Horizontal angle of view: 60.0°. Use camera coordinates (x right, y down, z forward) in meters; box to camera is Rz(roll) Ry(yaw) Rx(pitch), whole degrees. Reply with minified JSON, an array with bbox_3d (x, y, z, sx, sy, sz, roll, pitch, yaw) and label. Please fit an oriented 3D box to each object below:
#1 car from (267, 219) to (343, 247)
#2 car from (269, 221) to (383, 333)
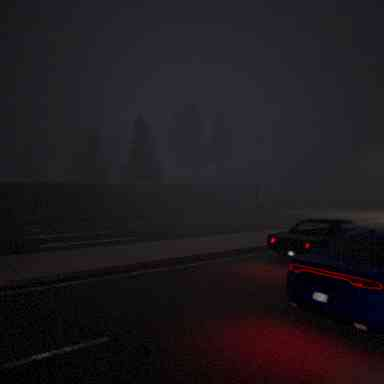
[{"bbox_3d":[4.853,1.601,11.502,4.718,1.301,1.895,0,0,-35],"label":"car"},{"bbox_3d":[4.005,1.477,6.602,5.008,1.535,1.882,0,0,-35],"label":"car"}]
